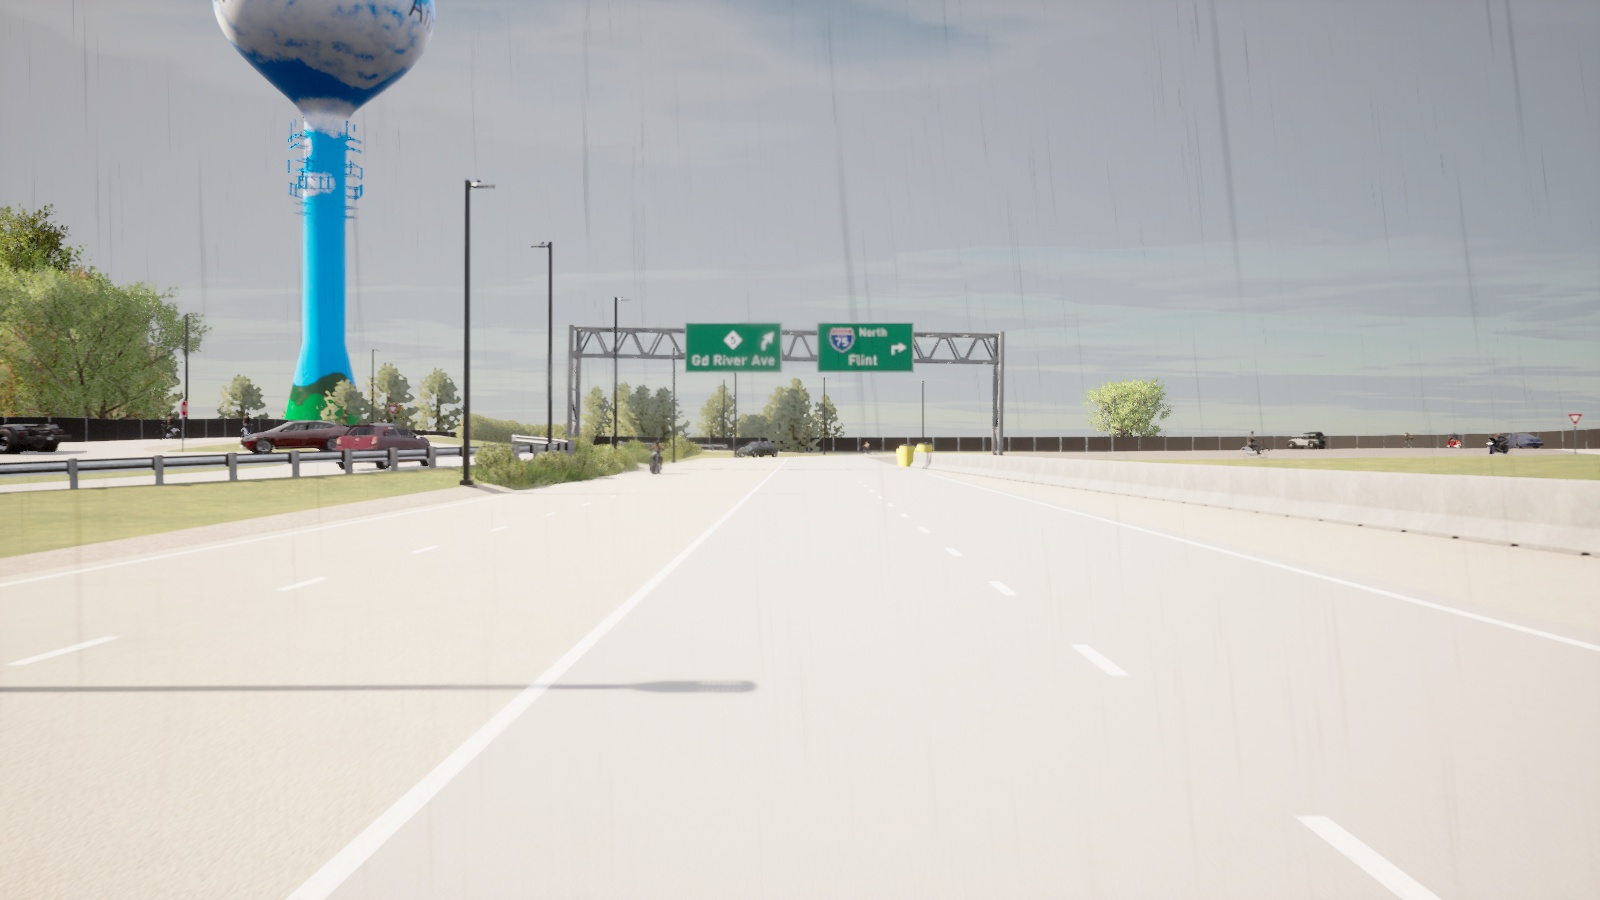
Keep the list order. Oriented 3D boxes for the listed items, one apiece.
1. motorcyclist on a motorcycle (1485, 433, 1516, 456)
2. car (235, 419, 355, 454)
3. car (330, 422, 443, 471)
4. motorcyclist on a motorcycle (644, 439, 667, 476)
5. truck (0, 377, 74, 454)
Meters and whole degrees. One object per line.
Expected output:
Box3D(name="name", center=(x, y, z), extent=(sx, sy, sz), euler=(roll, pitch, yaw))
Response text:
Box3D(name="motorcyclist on a motorcycle", center=(46.851, -0.353, 83.985), extent=(2.191, 1.530, 0.866), euler=(-1, 0, -31))
Box3D(name="car", center=(-23.345, -0.669, 58.118), extent=(4.792, 1.488, 2.163), euler=(-2, 3, -34))
Box3D(name="car", center=(-13.739, -0.144, 41.948), extent=(1.845, 1.501, 3.633), euler=(0, 2, 15))
Box3D(name="motorcyclist on a motorcycle", center=(-6.655, 0.329, 57.932), extent=(0.766, 1.649, 2.350), euler=(0, 1, 0))
Box3D(name="truck", center=(-38.573, -1.654, 58.891), extent=(7.936, 3.462, 2.891), euler=(1, 3, 13))
